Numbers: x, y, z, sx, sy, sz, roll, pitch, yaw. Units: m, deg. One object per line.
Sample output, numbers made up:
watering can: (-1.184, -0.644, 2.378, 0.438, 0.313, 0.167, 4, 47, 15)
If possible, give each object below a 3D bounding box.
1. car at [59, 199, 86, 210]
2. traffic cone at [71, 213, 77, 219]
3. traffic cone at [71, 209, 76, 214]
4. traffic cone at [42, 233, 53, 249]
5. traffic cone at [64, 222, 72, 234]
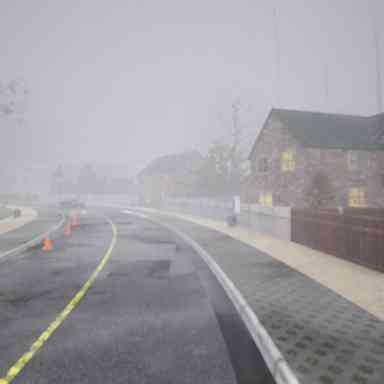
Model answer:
car: (-15.028, 1.500, 41.759, 1.895, 1.301, 4.718, 0, 0, -40)
traffic cone: (-7.937, 1.905, 22.534, 0.340, 0.580, 0.340, 0, 0, -17)
traffic cone: (-9.513, 1.892, 27.110, 0.340, 0.580, 0.340, 0, 0, -21)
traffic cone: (-5.691, 1.930, 13.126, 0.340, 0.580, 0.340, 0, 0, -10)
traffic cone: (-6.660, 1.918, 17.867, 0.340, 0.580, 0.340, 0, 0, -13)
